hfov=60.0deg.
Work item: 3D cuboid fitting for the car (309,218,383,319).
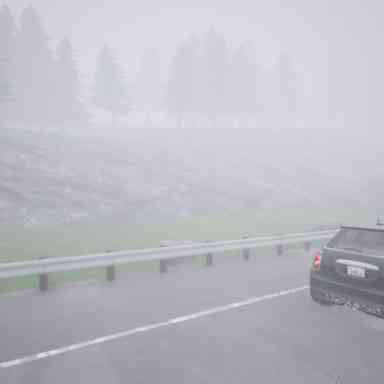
[{"bbox_3d":[4.492,1.348,6.729,4.553,1.767,2.097,0,0,-34],"label":"car"}]
